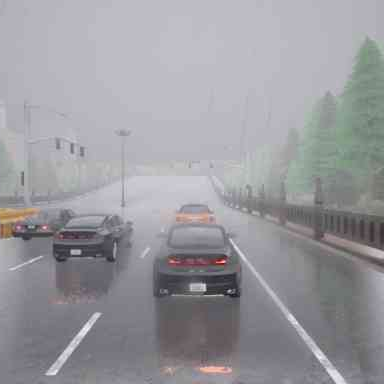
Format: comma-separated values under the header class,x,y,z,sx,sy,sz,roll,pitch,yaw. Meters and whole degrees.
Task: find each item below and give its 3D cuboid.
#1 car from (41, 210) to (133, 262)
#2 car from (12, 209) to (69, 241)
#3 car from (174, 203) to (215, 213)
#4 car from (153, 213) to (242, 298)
class,x,y,z,sx,sy,sz,roll,pitch,yaw
car,-3.376,1.505,12.092,1.837,1.490,4.892,0,0,0
car,-6.868,1.547,16.751,2.033,1.411,5.357,0,0,0
car,0.133,1.352,17.536,2.097,1.767,4.553,0,0,0
car,0.116,1.505,8.522,1.837,1.490,4.892,0,0,0
